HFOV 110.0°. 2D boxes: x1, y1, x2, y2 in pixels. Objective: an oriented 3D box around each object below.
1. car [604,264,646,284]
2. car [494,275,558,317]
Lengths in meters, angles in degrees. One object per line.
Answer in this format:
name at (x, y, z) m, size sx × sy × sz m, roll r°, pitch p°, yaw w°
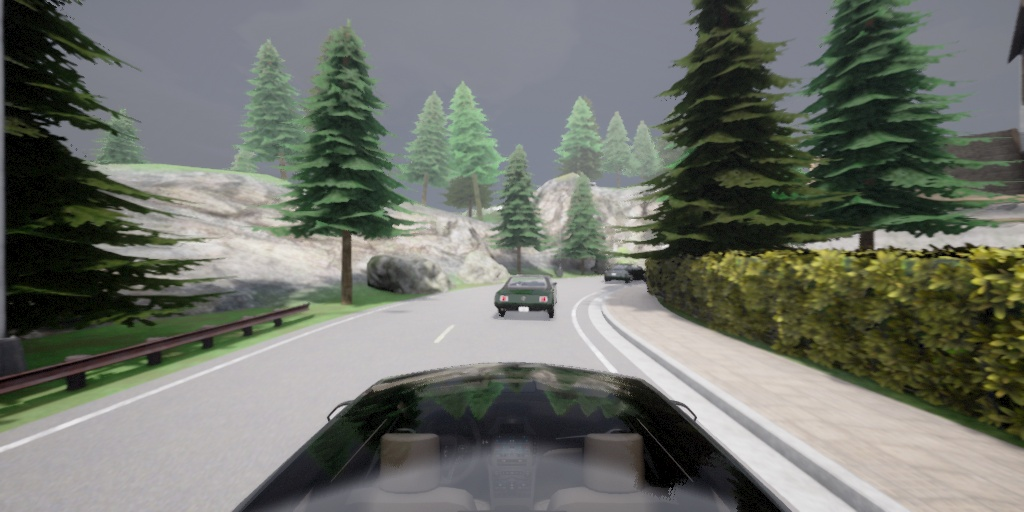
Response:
car at (8.737, 1.264, 26.910) m, size 4.181 × 1.385 × 1.994 m, roll 0°, pitch 0°, yaw -43°
car at (0.702, 1.329, 13.085) m, size 1.895 × 1.301 × 4.718 m, roll 0°, pitch 0°, yaw 9°
